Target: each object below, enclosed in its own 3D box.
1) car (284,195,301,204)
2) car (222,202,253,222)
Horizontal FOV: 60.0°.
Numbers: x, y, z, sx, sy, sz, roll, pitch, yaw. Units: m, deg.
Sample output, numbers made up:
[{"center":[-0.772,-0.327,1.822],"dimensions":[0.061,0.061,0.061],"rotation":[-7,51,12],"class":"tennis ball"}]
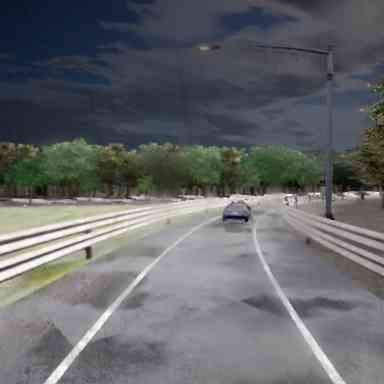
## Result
[{"center":[16.489,1.212,54.604],"dimensions":[2.128,1.511,4.902],"rotation":[1,1,32],"class":"car"},{"center":[3.550,1.451,25.431],"dimensions":[1.994,1.385,4.181],"rotation":[0,0,15],"class":"car"}]
